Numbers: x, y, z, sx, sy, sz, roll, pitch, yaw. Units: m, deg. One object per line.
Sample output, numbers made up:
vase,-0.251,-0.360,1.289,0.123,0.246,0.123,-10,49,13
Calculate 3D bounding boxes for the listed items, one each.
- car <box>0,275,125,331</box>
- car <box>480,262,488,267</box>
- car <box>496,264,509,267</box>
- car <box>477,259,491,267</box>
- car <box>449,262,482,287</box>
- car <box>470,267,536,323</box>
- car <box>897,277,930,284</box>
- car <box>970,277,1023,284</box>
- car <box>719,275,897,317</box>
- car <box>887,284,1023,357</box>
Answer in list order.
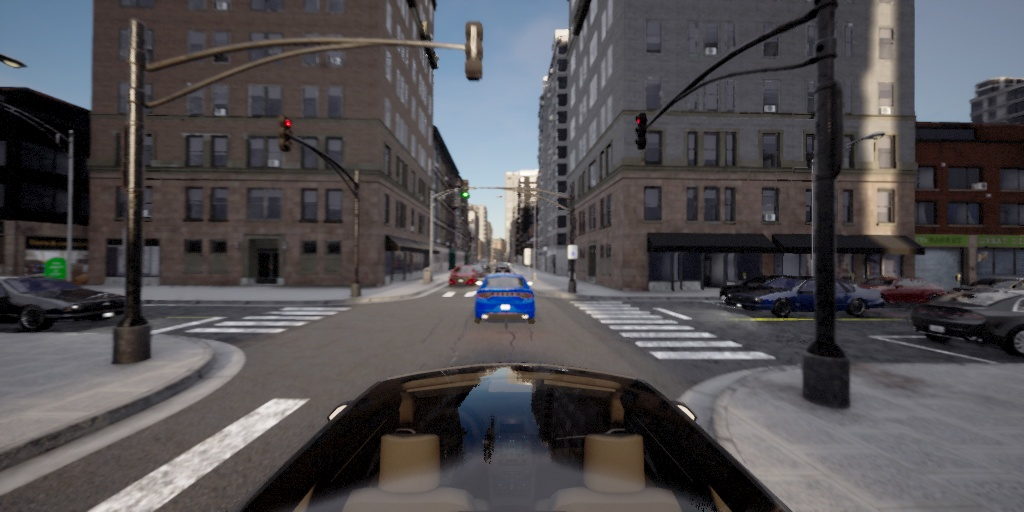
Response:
car,-14.211,1.267,10.201,5.357,1.411,2.033,1,0,-2
car,-3.967,1.655,39.445,1.812,1.442,4.674,0,-1,-1
car,-1.101,1.684,41.778,1.837,1.490,4.892,0,-1,-2
car,-4.338,1.523,54.077,2.150,2.045,5.566,0,-1,-1
car,-3.638,1.475,27.497,1.882,1.535,5.008,0,-1,-2
car,-0.264,1.344,12.795,1.882,1.535,5.008,1,0,-2
car,17.572,1.626,16.674,4.207,1.307,1.802,0,0,-2
car,23.252,1.660,16.851,4.313,1.339,1.948,0,0,-2
car,11.331,1.518,13.972,5.357,1.411,2.033,0,0,-5
car,12.143,1.489,8.477,4.403,1.370,2.007,0,0,-2
